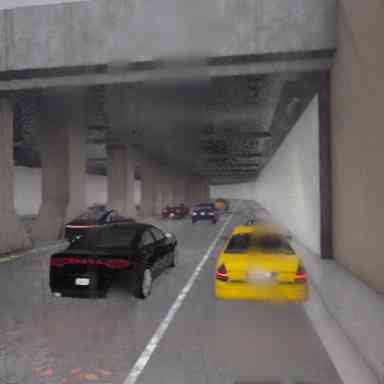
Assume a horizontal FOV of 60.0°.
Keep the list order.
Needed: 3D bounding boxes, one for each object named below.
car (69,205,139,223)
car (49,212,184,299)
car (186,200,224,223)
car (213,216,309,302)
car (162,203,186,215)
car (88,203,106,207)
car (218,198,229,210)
[{"bbox_3d":[-4.112,1.614,15.679,2.128,1.511,4.902,-1,0,9],"label":"car"},{"bbox_3d":[-1.672,1.538,8.700,1.882,1.535,5.008,-1,0,9],"label":"car"},{"bbox_3d":[1.172,1.652,26.674,2.033,1.411,5.357,-1,0,9],"label":"car"},{"bbox_3d":[1.618,1.474,8.389,1.801,1.575,5.366,-1,0,9],"label":"car"},{"bbox_3d":[-1.467,1.764,32.376,1.895,1.301,4.718,-1,0,9],"label":"car"},{"bbox_3d":[-11.124,1.920,39.167,1.895,1.301,4.718,-1,0,9],"label":"car"},{"bbox_3d":[3.998,1.608,45.168,1.801,1.575,5.366,-1,0,9],"label":"car"}]
